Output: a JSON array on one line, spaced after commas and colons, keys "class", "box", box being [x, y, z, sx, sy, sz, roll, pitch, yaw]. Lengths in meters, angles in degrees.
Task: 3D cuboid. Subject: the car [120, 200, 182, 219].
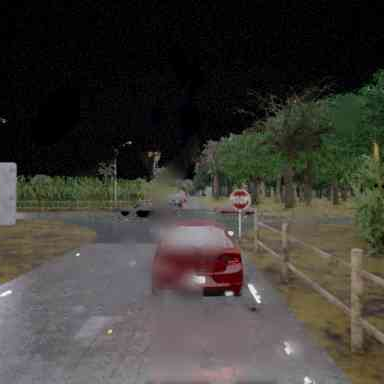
[{"class": "car", "box": [-3.424, 1.585, 27.645, 4.718, 1.301, 1.895, 1, 0, 0]}]

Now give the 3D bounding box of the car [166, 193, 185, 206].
[{"class": "car", "box": [-2.544, 1.228, 48.722, 2.150, 2.045, 5.566, 0, 0, 1]}]

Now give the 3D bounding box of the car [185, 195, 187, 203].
[{"class": "car", "box": [-2.254, 1.238, 68.841, 2.150, 2.045, 5.566, 0, 0, 1]}]

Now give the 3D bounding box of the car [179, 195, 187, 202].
[{"class": "car", "box": [-2.150, 1.546, 79.165, 1.812, 1.442, 4.674, 0, 0, 1]}]

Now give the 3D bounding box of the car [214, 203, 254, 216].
[{"class": "car", "box": [4.311, 1.727, 34.622, 4.181, 1.385, 1.994, 1, 1, 40]}]

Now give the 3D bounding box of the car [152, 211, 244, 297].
[{"class": "car", "box": [0.122, 1.477, 8.642, 1.882, 1.535, 5.008, 0, 0, 0]}]
